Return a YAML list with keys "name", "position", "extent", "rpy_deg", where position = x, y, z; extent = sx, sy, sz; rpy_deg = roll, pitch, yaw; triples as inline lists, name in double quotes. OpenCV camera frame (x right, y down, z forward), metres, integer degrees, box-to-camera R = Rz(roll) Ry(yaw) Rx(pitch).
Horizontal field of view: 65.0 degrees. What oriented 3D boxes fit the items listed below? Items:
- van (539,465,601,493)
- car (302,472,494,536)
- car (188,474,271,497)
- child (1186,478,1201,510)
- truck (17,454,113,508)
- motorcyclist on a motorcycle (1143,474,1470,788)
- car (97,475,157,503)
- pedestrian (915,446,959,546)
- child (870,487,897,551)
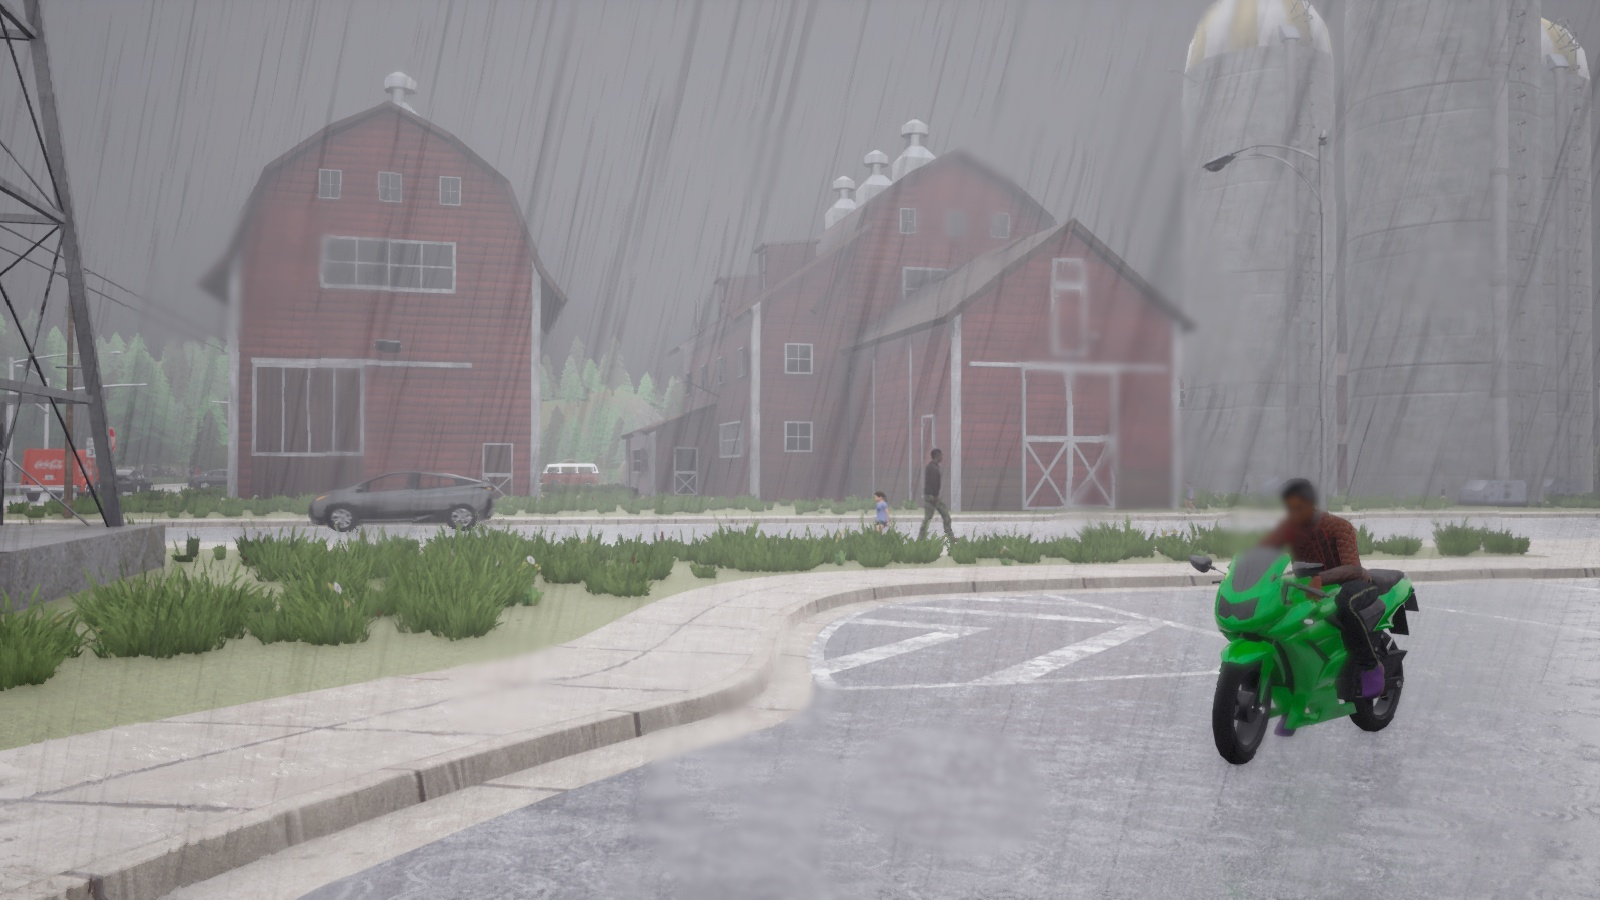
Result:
- name: "van"
  position: [-17.421, 2.174, 95.091]
  extent: [4.480, 2.038, 2.069]
  rpy_deg: [0, -1, -15]
- name: "car"
  position: [-10.124, 1.337, 31.942]
  extent: [4.514, 1.525, 2.007]
  rpy_deg: [0, -1, -15]
- name: "car"
  position: [-38.900, 2.389, 85.722]
  extent: [4.892, 1.490, 1.837]
  rpy_deg: [0, -1, -15]
- name: "child"
  position: [13.613, 1.523, 43.458]
  extent: [0.394, 1.110, 0.255]
  rpy_deg: [0, -1, -16]
- name: "truck"
  position: [-35.317, 1.483, 60.529]
  extent: [2.627, 2.467, 5.204]
  rpy_deg: [0, -1, -14]
- name: "motorcyclist on a motorcycle"
  position: [2.901, 0.904, 7.094]
  extent: [2.044, 1.523, 0.797]
  rpy_deg: [1, -1, -39]
- name: "car"
  position: [-37.836, 2.155, 70.686]
  extent: [1.837, 1.490, 4.892]
  rpy_deg: [0, -1, -14]
- name: "pedestrian"
  position: [2.538, 0.851, 23.328]
  extent: [0.703, 1.840, 0.431]
  rpy_deg: [0, -1, -14]
- name: "child"
  position: [1.477, 1.218, 22.296]
  extent: [0.394, 1.110, 0.255]
  rpy_deg: [0, -1, -22]
